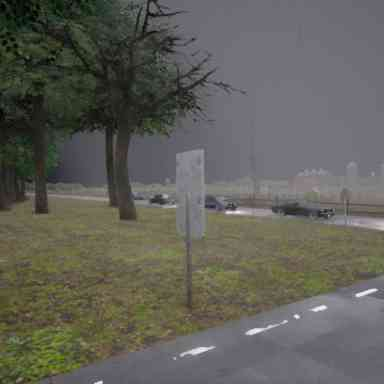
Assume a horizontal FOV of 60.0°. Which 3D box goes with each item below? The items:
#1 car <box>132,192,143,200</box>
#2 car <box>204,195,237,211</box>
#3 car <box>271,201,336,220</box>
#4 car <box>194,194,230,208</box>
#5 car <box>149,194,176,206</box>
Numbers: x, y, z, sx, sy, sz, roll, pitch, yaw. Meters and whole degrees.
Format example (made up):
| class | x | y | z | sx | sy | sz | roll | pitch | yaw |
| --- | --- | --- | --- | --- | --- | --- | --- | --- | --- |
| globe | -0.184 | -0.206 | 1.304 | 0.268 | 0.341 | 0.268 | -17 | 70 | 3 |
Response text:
| class | x | y | z | sx | sy | sz | roll | pitch | yaw |
| --- | --- | --- | --- | --- | --- | --- | --- | --- | --- |
| car | -10.300 | 0.725 | 56.514 | 2.033 | 1.411 | 5.357 | -1 | 1 | -36 |
| car | 2.614 | 1.146 | 33.650 | 1.994 | 1.385 | 4.181 | -1 | 2 | -35 |
| car | 8.484 | 1.347 | 25.502 | 1.895 | 1.301 | 4.718 | -1 | 2 | -36 |
| car | 2.333 | 1.031 | 39.048 | 1.994 | 1.385 | 4.181 | -1 | 1 | -36 |
| car | -3.855 | 0.946 | 42.616 | 1.812 | 1.442 | 4.674 | -1 | 1 | -36 |
